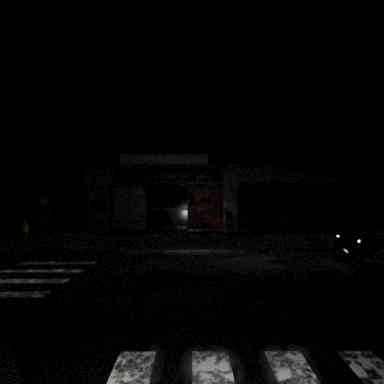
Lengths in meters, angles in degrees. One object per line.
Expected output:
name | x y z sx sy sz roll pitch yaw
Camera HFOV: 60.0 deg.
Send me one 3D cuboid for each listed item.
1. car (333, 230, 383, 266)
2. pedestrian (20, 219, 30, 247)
car | 7.168 1.555 10.699 4.718 1.301 1.895 -1 -1 0
pedestrian | -6.844 1.666 13.648 0.500 1.100 0.500 0 0 0
